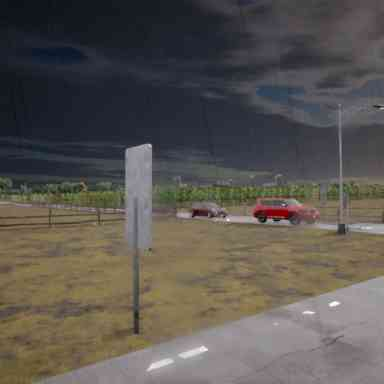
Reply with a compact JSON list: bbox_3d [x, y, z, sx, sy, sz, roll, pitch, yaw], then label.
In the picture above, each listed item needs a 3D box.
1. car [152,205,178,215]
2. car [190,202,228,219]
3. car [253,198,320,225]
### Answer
[{"bbox_3d":[-3.778,2.268,42.640,1.895,1.301,4.718,0,-1,-36],"label":"car"},{"bbox_3d":[1.707,1.837,35.027,2.097,1.767,4.553,0,-1,-36],"label":"car"},{"bbox_3d":[7.483,1.517,27.012,2.150,2.045,5.566,0,-1,-36],"label":"car"}]
